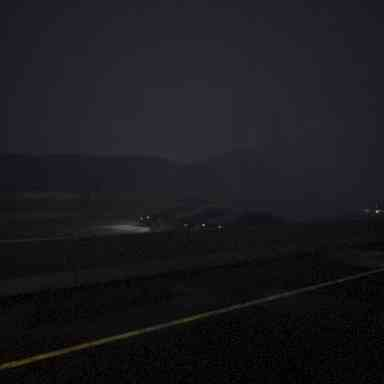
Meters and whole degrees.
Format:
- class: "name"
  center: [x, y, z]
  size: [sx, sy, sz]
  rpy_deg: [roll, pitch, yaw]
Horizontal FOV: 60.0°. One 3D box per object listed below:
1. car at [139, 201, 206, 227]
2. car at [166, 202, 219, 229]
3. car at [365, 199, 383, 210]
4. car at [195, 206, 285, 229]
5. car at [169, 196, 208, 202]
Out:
- class: "car"
  center: [-1.515, 1.657, 24.408]
  size: [4.892, 1.490, 1.837]
  rpy_deg: [1, 0, -36]
- class: "car"
  center: [1.109, 1.639, 21.981]
  size: [5.008, 1.535, 1.882]
  rpy_deg: [1, 0, -36]
- class: "car"
  center: [30.851, 2.042, 56.197]
  size: [2.097, 1.767, 4.553]
  rpy_deg: [0, -1, 42]
- class: "car"
  center: [3.084, 1.708, 19.083]
  size: [5.357, 1.411, 2.033]
  rpy_deg: [1, 0, -35]
- class: "car"
  center: [-0.933, 1.412, 29.119]
  size: [5.566, 2.045, 2.150]
  rpy_deg: [1, 0, -36]
